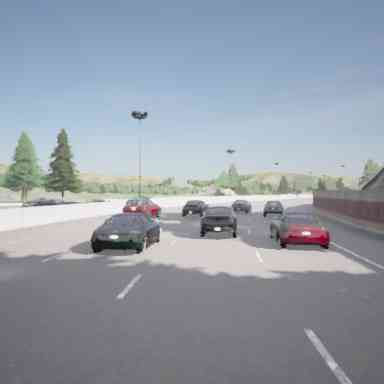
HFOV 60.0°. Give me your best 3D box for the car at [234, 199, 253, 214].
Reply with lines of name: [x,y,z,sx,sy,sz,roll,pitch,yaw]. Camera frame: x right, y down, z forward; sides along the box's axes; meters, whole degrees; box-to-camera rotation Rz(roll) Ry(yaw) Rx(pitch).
car: [5.310,1.524,35.797,1.812,1.442,4.674,0,0,16]

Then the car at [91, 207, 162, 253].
car: [-2.529,1.549,13.652,1.994,1.385,4.181,0,0,6]

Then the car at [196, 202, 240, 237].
car: [1.547,1.500,18.105,1.837,1.490,4.892,0,0,8]

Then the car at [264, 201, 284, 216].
car: [7.965,1.555,32.421,2.033,1.411,5.357,0,0,15]

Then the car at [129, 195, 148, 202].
car: [-11.284,1.460,70.847,1.994,1.385,4.181,0,0,25]

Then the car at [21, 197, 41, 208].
car: [-18.801,1.414,41.130,2.128,1.511,4.902,0,0,16]

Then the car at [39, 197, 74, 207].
car: [-15.581,1.534,39.762,1.895,1.301,4.718,0,0,15]

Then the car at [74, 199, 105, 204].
car: [-11.819,1.508,40.121,1.994,1.385,4.181,0,0,16]

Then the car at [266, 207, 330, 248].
car: [4.651,1.571,14.844,1.994,1.385,4.181,0,0,7]

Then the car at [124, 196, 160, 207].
car: [-3.995,1.326,27.067,2.097,1.767,4.553,0,0,11]

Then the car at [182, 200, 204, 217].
car: [0.420,1.491,30.895,1.837,1.490,4.892,0,0,13]
